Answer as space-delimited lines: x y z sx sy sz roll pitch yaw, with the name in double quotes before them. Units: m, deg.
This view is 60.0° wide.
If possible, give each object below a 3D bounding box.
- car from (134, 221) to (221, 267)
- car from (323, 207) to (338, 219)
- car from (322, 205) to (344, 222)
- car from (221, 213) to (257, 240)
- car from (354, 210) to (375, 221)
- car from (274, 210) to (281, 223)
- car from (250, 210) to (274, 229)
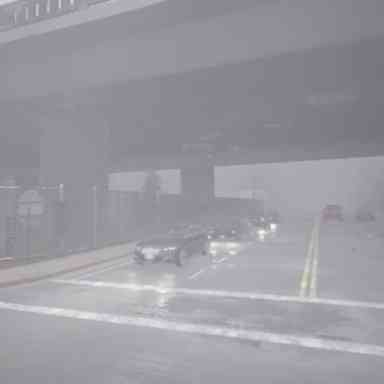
"car" -0.634 2.111 14.107 2.128 1.511 4.902 -2 -3 21
"car" 20.956 3.147 50.537 1.882 1.535 5.008 -2 -3 21
"car" 17.184 2.558 40.608 2.150 2.045 5.566 -2 -3 21
"car" 2.860 2.471 23.202 2.033 1.411 5.357 -2 -3 21
"car" 20.853 2.809 40.349 1.994 1.385 4.181 -2 -3 22
"car" 9.976 3.030 41.627 2.128 1.511 4.902 -2 -3 21
"car" 6.372 2.581 32.336 2.097 1.767 4.553 -2 -3 21
